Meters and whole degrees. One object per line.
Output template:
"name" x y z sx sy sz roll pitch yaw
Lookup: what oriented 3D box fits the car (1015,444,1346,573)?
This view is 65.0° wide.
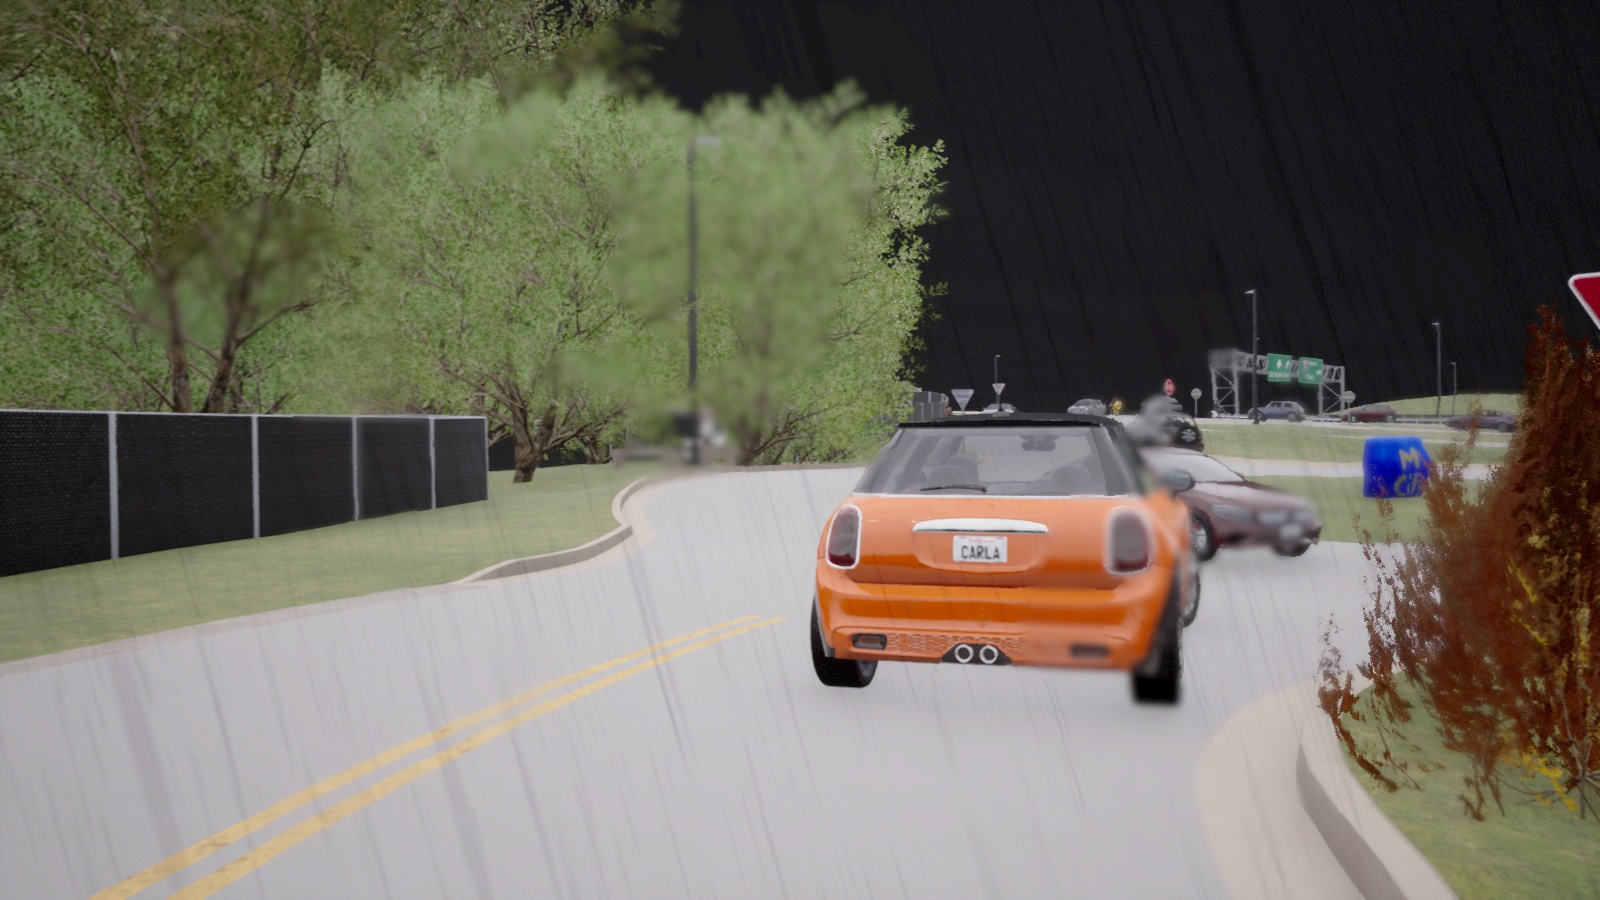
"car" 5.179 0.708 17.853 1.812 1.442 4.674 -1 2 -26

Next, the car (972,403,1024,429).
"car" 11.037 -1.902 69.776 1.994 1.385 4.181 0 2 22

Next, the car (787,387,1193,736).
"car" 1.638 0.542 8.847 2.097 1.767 4.553 0 1 18

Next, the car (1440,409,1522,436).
"car" 43.669 -1.774 80.591 1.816 1.474 4.193 0 3 -43

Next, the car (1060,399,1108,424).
"car" 18.782 -2.548 82.884 1.845 1.501 3.633 0 2 35

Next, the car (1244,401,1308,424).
"car" 34.149 -2.704 90.153 3.806 1.475 1.970 5 3 37

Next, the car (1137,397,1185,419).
"car" 26.762 -3.151 93.237 2.128 1.511 4.902 2 2 1

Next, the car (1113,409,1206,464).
"car" 13.567 -0.568 47.730 1.932 1.855 4.605 0 3 -4
